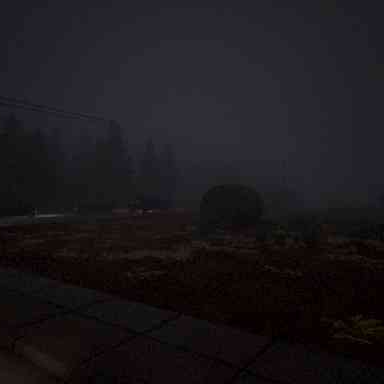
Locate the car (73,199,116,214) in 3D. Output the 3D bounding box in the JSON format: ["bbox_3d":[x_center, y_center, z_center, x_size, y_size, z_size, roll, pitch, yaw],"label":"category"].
[{"bbox_3d":[-10.581,1.518,36.269,2.128,1.511,4.902,0,0,37],"label":"car"}]

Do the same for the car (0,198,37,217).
[{"bbox_3d":[-16.029,1.379,28.924,2.097,1.767,4.553,0,0,37],"label":"car"}]

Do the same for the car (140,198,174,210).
[{"bbox_3d":[-4.623,1.552,44.290,1.812,1.442,4.674,0,0,37],"label":"car"}]

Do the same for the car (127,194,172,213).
[{"bbox_3d":[-4.884,1.247,37.742,2.150,2.045,5.566,0,0,37],"label":"car"}]
